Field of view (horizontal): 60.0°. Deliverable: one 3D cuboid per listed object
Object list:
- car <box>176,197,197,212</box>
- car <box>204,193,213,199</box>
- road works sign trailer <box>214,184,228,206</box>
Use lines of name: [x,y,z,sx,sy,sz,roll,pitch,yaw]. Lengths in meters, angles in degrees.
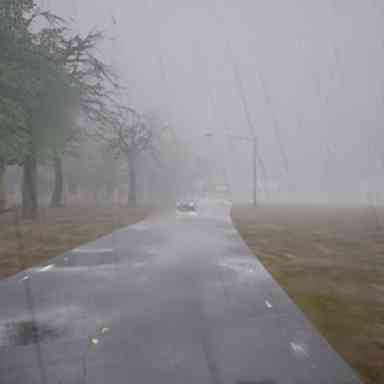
car: [-0.596,1.385,39.501,2.097,1.767,4.553,0,0,7]
car: [3.874,1.009,79.684,2.097,1.767,4.553,0,0,2]
road works sign trailer: [4.856,0.504,56.179,2.380,3.560,2.880,0,0,7]
